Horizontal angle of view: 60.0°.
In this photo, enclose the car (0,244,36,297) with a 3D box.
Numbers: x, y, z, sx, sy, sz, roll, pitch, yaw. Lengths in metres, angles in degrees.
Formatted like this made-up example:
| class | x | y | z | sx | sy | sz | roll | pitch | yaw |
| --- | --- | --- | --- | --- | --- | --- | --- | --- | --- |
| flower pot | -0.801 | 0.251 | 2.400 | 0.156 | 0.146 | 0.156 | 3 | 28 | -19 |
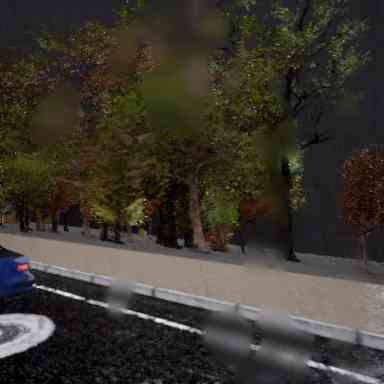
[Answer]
| class | x | y | z | sx | sy | sz | roll | pitch | yaw |
| --- | --- | --- | --- | --- | --- | --- | --- | --- | --- |
| car | -5.756 | 1.568 | 7.549 | 5.357 | 1.411 | 2.033 | 0 | 0 | 35 |
